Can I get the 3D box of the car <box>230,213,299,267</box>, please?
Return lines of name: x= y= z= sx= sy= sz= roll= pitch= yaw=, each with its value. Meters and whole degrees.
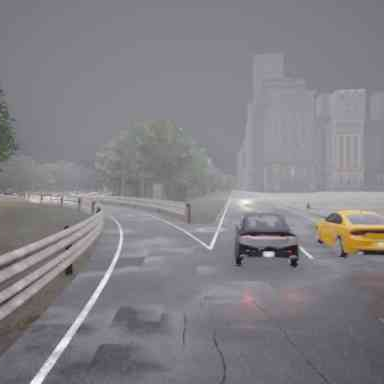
car: x=2.369 y=1.460 z=11.369 sx=2.128 sy=1.511 sz=4.902 roll=0 pitch=0 yaw=7

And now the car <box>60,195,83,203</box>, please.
car: x=-19.454 y=1.151 z=54.437 sx=1.882 sy=1.535 sz=5.008 roll=-1 pitch=1 yaw=-39

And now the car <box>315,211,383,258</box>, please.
car: x=6.039 y=1.429 z=12.506 sx=1.882 sy=1.535 sz=5.008 roll=0 pitch=0 yaw=7

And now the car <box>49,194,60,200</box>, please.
car: x=-25.601 y=1.048 z=62.635 sx=1.812 sy=1.442 sz=4.674 roll=0 pitch=1 yaw=-32
